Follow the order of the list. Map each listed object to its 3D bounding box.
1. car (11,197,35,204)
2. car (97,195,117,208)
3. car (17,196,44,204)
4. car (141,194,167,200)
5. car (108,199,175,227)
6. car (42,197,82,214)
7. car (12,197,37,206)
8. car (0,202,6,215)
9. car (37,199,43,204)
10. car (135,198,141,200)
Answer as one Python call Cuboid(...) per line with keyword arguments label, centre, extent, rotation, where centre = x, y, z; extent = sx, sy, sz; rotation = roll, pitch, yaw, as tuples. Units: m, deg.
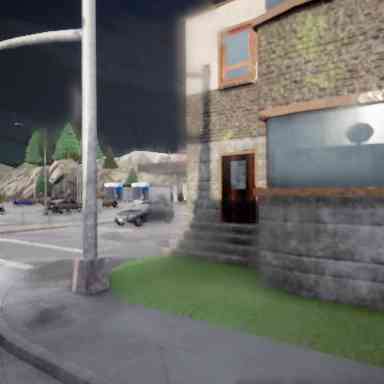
Cuboid(label="car", centre=(-38.417, 1.859, 75.595), extent=(2.007, 1.523, 4.514), rotation=(0, 0, 35))
Cuboid(label="car", centre=(-12.677, 1.364, 47.159), extent=(1.932, 1.855, 4.605), rotation=(0, 0, 35))
Cuboid(label="car", centre=(-35.825, 1.828, 73.828), extent=(2.152, 1.636, 5.027), rotation=(0, 0, 35))
Cuboid(label="car", centre=(-5.453, 1.321, 51.690), extent=(1.905, 1.878, 3.866), rotation=(0, 0, 35))
Cuboid(label="car", centre=(-3.038, 1.451, 22.202), extent=(1.812, 1.442, 4.674), rotation=(0, 0, 35))
Cuboid(label="car", centre=(-12.782, 1.518, 34.977), extent=(2.007, 1.523, 4.514), rotation=(0, 0, 35))
Cuboid(label="car", centre=(-30.577, 1.738, 60.726), extent=(1.845, 1.501, 3.633), rotation=(0, 0, 35))
Cuboid(label="car", centre=(-19.841, 1.478, 31.333), extent=(1.970, 1.475, 3.806), rotation=(0, 0, 35))
Cuboid(label="car", centre=(-22.440, 1.649, 54.926), extent=(2.007, 1.523, 4.514), rotation=(0, 0, 35))
Cuboid(label="car", centre=(-7.815, 1.627, 54.106), extent=(1.970, 1.475, 3.806), rotation=(0, 0, 35))
